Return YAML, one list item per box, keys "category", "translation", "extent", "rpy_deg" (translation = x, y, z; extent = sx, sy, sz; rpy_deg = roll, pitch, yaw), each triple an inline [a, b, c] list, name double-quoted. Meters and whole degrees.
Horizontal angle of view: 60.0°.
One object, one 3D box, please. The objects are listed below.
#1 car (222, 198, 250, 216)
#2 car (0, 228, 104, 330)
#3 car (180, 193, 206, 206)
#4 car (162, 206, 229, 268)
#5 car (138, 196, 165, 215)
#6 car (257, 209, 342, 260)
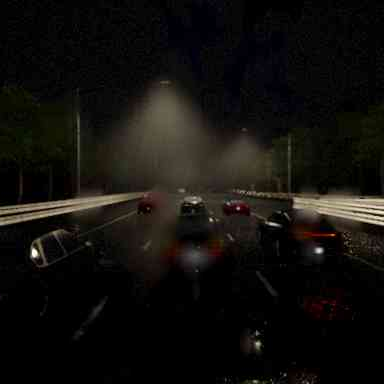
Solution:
- category: "car"
  translation: [3.590, 1.201, 27.729]
  extent: [1.994, 1.385, 4.181]
  rpy_deg: [0, 1, 0]
- category: "car"
  translation: [-3.436, 1.467, 6.995]
  extent: [2.033, 1.411, 5.357]
  rpy_deg: [0, 1, 0]
- category: "car"
  translation: [0.088, 1.142, 26.897]
  extent: [2.128, 1.511, 4.902]
  rpy_deg: [0, 1, 0]
- category: "car"
  translation: [0.083, 1.403, 10.646]
  extent: [1.812, 1.442, 4.674]
  rpy_deg: [0, 1, 0]
- category: "car"
  translation: [-3.409, 1.102, 28.528]
  extent: [1.882, 1.535, 5.008]
  rpy_deg: [0, 1, 0]
- category: "car"
  translation: [3.585, 1.368, 11.800]
  extent: [1.837, 1.490, 4.892]
  rpy_deg: [0, 1, 0]
